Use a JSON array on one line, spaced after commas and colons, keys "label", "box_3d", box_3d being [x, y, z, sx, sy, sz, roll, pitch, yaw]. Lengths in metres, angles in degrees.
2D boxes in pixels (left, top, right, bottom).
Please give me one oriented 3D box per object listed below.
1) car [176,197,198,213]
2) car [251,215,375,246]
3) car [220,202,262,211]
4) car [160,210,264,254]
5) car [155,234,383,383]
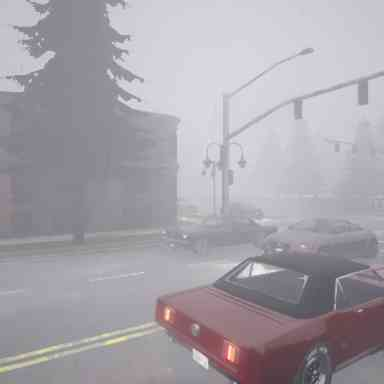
[{"label": "car", "box_3d": [-1.288, 1.352, 37.556, 2.097, 1.767, 4.553, 0, 0, -33]}, {"label": "car", "box_3d": [4.269, 1.564, 11.009, 4.181, 1.385, 1.994, 0, 0, -34]}, {"label": "car", "box_3d": [4.275, 1.564, 29.074, 1.994, 1.385, 4.181, 0, 0, -33]}, {"label": "car", "box_3d": [1.140, 1.601, 13.145, 4.718, 1.301, 1.895, 0, 0, -34]}, {"label": "car", "box_3d": [1.941, 1.601, 5.014, 4.718, 1.301, 1.895, 0, 0, -34]}]
